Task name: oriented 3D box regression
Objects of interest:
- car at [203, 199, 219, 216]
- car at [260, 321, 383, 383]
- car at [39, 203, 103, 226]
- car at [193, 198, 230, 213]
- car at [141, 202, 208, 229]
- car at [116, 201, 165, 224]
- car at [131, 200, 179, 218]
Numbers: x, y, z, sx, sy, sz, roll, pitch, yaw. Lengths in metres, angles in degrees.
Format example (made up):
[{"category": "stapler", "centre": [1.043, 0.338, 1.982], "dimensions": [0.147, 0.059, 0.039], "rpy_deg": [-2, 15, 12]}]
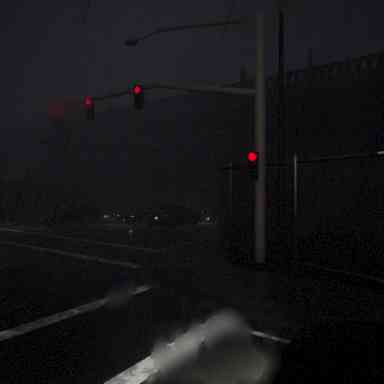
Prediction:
[{"category": "car", "centre": [2.527, 1.599, 33.997], "dimensions": [2.033, 1.411, 5.357], "rpy_deg": [0, 0, 35]}, {"category": "car", "centre": [3.041, 1.548, 1.799], "dimensions": [5.357, 1.411, 2.033], "rpy_deg": [0, 0, 36]}, {"category": "car", "centre": [-8.708, 1.577, 24.258], "dimensions": [1.812, 1.442, 4.674], "rpy_deg": [0, 0, 37]}, {"category": "car", "centre": [2.357, 1.543, 39.798], "dimensions": [2.128, 1.511, 4.902], "rpy_deg": [0, 0, 35]}, {"category": "car", "centre": [-1.080, 1.616, 22.571], "dimensions": [1.994, 1.385, 4.181], "rpy_deg": [0, 0, 36]}, {"category": "car", "centre": [-3.306, 1.599, 25.785], "dimensions": [2.033, 1.411, 5.357], "rpy_deg": [0, 0, 35]}, {"category": "car", "centre": [-3.421, 1.577, 31.659], "dimensions": [1.812, 1.442, 4.674], "rpy_deg": [0, 0, 36]}]
